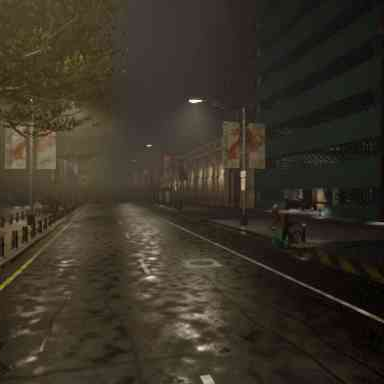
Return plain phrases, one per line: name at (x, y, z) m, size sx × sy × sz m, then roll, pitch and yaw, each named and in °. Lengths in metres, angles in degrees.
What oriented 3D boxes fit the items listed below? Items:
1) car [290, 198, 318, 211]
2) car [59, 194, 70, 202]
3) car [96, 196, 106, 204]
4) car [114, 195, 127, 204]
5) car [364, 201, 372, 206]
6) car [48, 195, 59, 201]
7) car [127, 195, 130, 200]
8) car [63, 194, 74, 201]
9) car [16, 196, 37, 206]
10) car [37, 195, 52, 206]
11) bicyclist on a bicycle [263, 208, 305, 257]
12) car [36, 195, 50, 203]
car at (12.642, 1.412, 38.946) m, size 2.161 × 1.482 × 4.786 m, roll 0°, pitch 0°, yaw -15°
car at (-27.495, 1.551, 69.761) m, size 1.994 × 1.385 × 4.181 m, roll 0°, pitch 0°, yaw -15°
car at (-18.056, 1.504, 65.815) m, size 1.837 × 1.490 × 4.892 m, roll 0°, pitch 0°, yaw -15°
car at (-14.404, 1.476, 65.710) m, size 1.882 × 1.535 × 5.008 m, roll 0°, pitch 0°, yaw -15°
car at (23.954, 1.462, 41.554) m, size 1.895 × 1.301 × 4.718 m, roll 0°, pitch 0°, yaw -15°
car at (-34.934, 1.522, 84.037) m, size 2.033 × 1.411 × 5.357 m, roll 0°, pitch 0°, yaw -15°
car at (-18.375, 1.593, 92.758) m, size 1.895 × 1.301 × 4.718 m, roll 0°, pitch 0°, yaw -15°
car at (-31.561, 1.338, 84.972) m, size 2.097 × 1.767 × 4.553 m, roll 0°, pitch 0°, yaw -15°
car at (-26.874, 1.504, 53.536) m, size 1.837 × 1.490 × 4.892 m, roll 0°, pitch 0°, yaw -14°
car at (-23.487, 1.504, 54.466) m, size 1.837 × 1.490 × 4.892 m, roll 0°, pitch 0°, yaw -15°
bicyclist on a bicycle at (3.163, 1.369, 11.640) m, size 1.656 × 1.620 × 0.582 m, roll -10°, pitch 3°, yaw -15°
car at (-30.874, 1.477, 68.848) m, size 1.882 × 1.535 × 5.008 m, roll 0°, pitch 0°, yaw -15°
